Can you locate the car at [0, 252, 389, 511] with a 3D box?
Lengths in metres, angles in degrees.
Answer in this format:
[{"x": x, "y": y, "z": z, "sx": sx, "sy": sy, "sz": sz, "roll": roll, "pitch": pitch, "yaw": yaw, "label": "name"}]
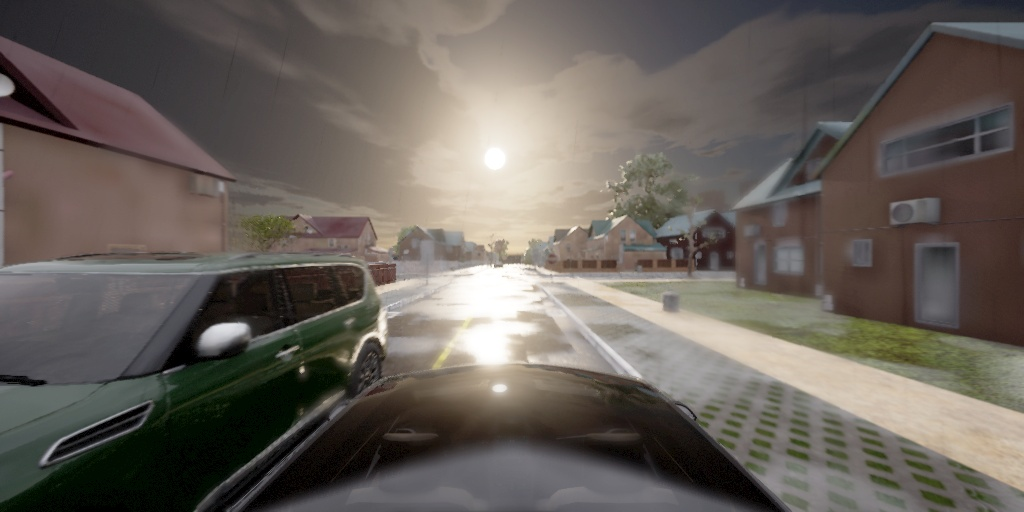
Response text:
[{"x": -2.851, "y": 0.976, "z": 2.998, "sx": 2.150, "sy": 2.045, "sz": 5.566, "roll": 0, "pitch": 0, "yaw": 0, "label": "car"}]
